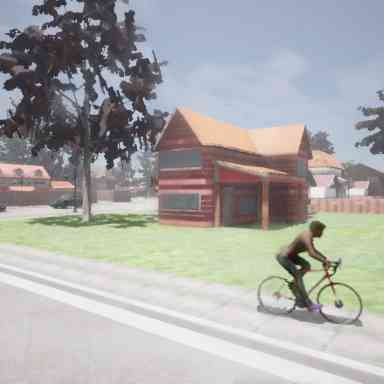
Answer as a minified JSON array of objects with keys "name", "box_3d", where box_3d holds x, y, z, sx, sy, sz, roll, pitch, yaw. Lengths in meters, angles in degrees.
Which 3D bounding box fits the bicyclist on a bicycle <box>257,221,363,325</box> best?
[{"name":"bicyclist on a bicycle","box_3d":[1.886,1.301,5.457,1.656,1.620,0.582,0,0,25]}]

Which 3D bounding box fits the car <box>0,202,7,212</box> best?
[{"name":"car","box_3d":[-22.545,1.565,36.258,1.994,1.385,4.181,0,0,35]}]

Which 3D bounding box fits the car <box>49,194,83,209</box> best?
[{"name":"car","box_3d":[-16.417,1.224,45.013,2.150,2.045,5.566,0,0,35]}]
